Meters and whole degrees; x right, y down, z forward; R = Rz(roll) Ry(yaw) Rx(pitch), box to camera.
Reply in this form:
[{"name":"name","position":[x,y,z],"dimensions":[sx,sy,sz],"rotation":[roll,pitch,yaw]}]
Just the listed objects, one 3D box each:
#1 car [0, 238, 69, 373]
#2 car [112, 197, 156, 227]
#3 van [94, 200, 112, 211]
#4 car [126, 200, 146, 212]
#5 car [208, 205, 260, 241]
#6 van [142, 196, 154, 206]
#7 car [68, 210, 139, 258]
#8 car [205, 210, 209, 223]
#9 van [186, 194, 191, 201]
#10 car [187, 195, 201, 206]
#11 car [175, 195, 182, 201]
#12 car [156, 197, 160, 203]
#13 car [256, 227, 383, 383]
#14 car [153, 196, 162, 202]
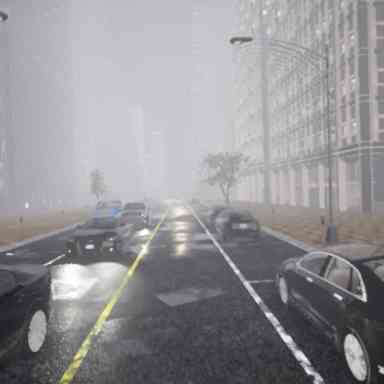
[{"name":"car","position":[-3.130,1.582,3.296],"dimensions":[1.882,1.535,5.008],"rotation":[-2,0,0]},{"name":"car","position":[-3.946,1.481,23.390],"dimensions":[2.097,1.767,4.553],"rotation":[-2,0,-2]},{"name":"van","position":[-6.719,1.563,27.187],"dimensions":[1.690,1.788,3.998],"rotation":[-3,0,-2]},{"name":"car","position":[-7.397,1.802,44.048],"dimensions":[2.008,1.369,4.403],"rotation":[-3,0,-2]},{"name":"car","position":[2.119,1.489,16.288],"dimensions":[1.947,1.339,4.313],"rotation":[-3,0,-2]},{"name":"van","position":[-8.094,1.631,60.909],"dimensions":[1.690,1.788,3.998],"rotation":[-3,0,-2]},{"name":"car","position":[-3.529,1.679,13.317],"dimensions":[1.994,1.385,4.181],"rotation":[-2,0,-1]},{"name":"car","position":[1.890,1.497,21.909],"dimensions":[1.947,1.339,4.313],"rotation":[-3,0,-2]},{"name":"van","position":[-0.872,1.425,89.354],"dimensions":[1.690,1.788,3.998],"rotation":[-3,0,-2]},{"name":"car","position":[0.515,1.576,55.632],"dimensions":[1.802,1.307,4.206],"rotation":[-3,0,-2]},{"name":"car","position":[-3.501,1.664,88.372],"dimensions":[2.033,1.411,5.357],"rotation":[-2,0,-2]},{"name":"car","position":[-8.542,1.863,72.150],"dimensions":[1.887,1.381,4.507],"rotation":[-3,0,-2]},{"name":"car","position":[2.577,1.462,5.047],"dimensions":[2.008,1.369,4.403],"rotation":[-3,0,-2]},{"name":"car","position":[-9.230,1.916,89.011],"dimensions":[2.008,1.369,4.403],"rotation":[-3,0,-2]}]
